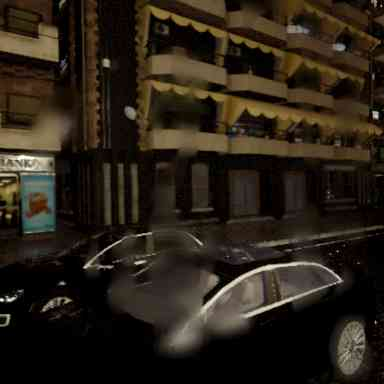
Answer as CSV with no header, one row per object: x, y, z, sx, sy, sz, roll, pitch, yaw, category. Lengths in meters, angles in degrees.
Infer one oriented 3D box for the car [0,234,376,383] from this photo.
0.237,1.459,3.856,4.902,1.511,2.128,-1,1,-36,car

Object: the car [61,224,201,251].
-1.377,1.467,6.696,4.892,1.490,1.837,-1,1,-36,car
